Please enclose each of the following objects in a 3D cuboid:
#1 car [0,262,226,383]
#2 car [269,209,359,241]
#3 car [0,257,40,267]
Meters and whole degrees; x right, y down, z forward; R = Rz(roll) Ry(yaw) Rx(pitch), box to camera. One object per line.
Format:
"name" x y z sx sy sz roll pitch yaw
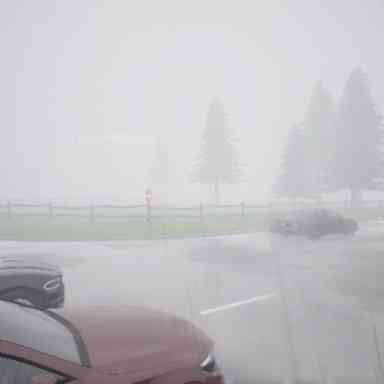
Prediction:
"car" -1.874 1.525 2.411 4.674 1.442 1.812 0 0 -36
"car" 6.256 1.547 16.812 5.357 1.411 2.033 0 0 -36
"car" -4.505 1.477 4.832 5.008 1.535 1.882 0 0 -36
